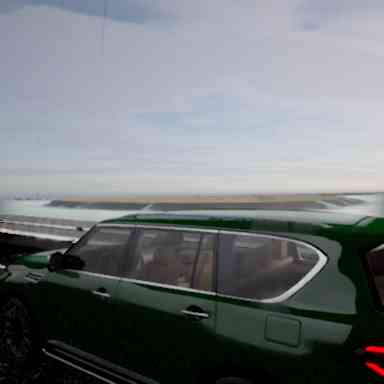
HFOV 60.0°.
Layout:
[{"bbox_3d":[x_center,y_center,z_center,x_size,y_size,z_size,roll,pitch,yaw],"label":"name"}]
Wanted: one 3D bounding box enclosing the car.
[{"bbox_3d":[-0.229,1.230,4.148,5.566,2.045,2.150,0,0,35],"label":"car"}]
